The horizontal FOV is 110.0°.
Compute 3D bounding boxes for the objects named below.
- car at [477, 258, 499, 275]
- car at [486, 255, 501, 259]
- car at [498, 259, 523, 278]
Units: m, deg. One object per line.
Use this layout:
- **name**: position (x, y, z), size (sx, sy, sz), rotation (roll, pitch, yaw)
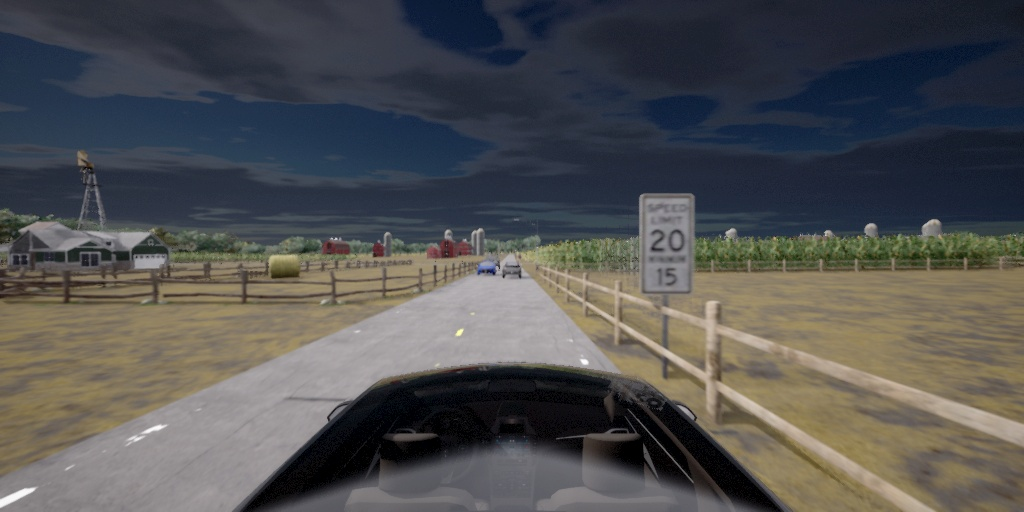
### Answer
- **car**: position (-2.751, 1.309, 39.810), size (1.882, 1.535, 5.008), rotation (0, 0, 0)
- **car**: position (-2.751, 0.802, 51.580), size (2.150, 2.045, 5.566), rotation (0, 0, 0)
- **car**: position (0.009, 1.310, 35.080), size (2.128, 1.511, 4.902), rotation (0, 0, 0)
